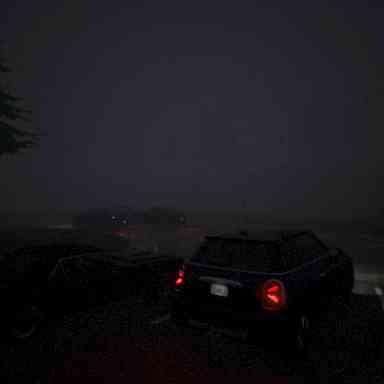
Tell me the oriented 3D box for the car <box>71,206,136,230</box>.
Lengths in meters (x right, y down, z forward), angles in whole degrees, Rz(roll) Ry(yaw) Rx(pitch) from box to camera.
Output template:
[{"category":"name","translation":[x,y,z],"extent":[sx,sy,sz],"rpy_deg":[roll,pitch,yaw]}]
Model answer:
[{"category":"car","translation":[-6.683,1.892,24.228],"extent":[4.674,1.442,1.812],"rpy_deg":[-1,-2,30]}]

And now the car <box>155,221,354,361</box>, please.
[{"category":"car","translation":[1.645,1.443,6.473],"extent":[2.097,1.767,4.553],"rpy_deg":[-1,-1,36]}]

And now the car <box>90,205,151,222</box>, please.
[{"category":"car","translation":[-6.839,2.024,31.951],"extent":[5.357,1.411,2.033],"rpy_deg":[0,-1,17]}]

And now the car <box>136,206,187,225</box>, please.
[{"category":"car","translation":[-2.634,1.855,25.836],"extent":[5.008,1.535,1.882],"rpy_deg":[-1,-2,40]}]

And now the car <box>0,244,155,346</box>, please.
[{"category":"car","translation":[-2.291,1.705,6.652],"extent":[1.895,1.301,4.718],"rpy_deg":[-1,-1,43]}]
